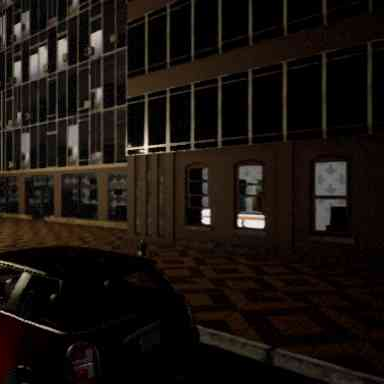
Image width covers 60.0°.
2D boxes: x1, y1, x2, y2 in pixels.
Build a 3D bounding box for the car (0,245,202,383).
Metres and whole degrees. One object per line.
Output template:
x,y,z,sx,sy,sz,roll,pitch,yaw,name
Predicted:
-1.972,1.423,4.281,4.097,1.590,1.967,0,0,35,car
